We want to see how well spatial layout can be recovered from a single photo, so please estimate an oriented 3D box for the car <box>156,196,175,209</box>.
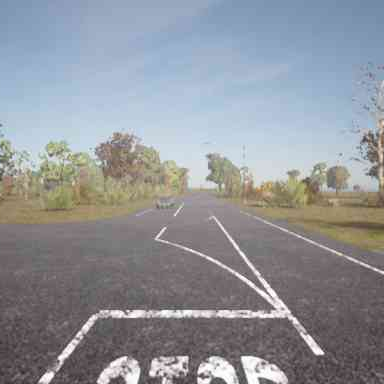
[{"bbox_3d":[-3.315,1.246,42.355,2.097,1.767,4.553,0,0,0],"label":"car"}]
